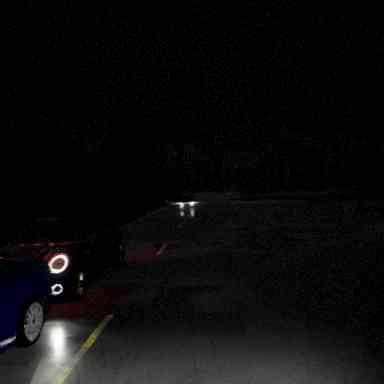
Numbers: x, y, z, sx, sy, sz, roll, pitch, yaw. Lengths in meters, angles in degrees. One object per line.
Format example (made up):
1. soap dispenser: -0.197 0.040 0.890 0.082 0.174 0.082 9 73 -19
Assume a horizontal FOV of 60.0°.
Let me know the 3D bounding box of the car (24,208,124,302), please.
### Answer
1. car: -3.229 1.372 8.279 2.097 1.767 4.553 -3 1 3

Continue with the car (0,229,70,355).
1. car: -3.385 1.577 3.590 1.882 1.535 5.008 -3 1 3

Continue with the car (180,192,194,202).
1. car: -0.676 0.765 50.879 1.812 1.442 4.674 -3 1 3
